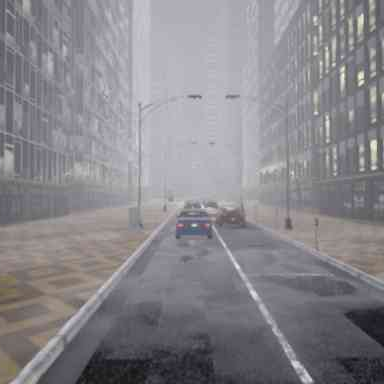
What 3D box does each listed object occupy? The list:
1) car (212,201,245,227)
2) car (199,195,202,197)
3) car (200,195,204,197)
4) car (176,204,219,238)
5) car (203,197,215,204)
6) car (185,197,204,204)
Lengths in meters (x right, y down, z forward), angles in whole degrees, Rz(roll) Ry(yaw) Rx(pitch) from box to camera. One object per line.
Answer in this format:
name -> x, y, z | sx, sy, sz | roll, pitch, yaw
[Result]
car -> 2.579, 1.576, 22.979 | 1.887, 1.381, 4.507 | 1, 0, 0
car -> 2.579, 1.660, 95.355 | 1.967, 1.590, 4.097 | 1, 0, 0
car -> 2.577, 1.684, 56.381 | 1.802, 1.307, 4.206 | 1, 0, 0
car -> 0.099, 1.570, 17.713 | 2.033, 1.411, 5.357 | 0, 0, 0
car -> 2.577, 1.657, 45.248 | 1.802, 1.307, 4.206 | 1, 0, 0
car -> 0.100, 1.624, 38.739 | 1.994, 1.385, 4.181 | 0, 0, 0
